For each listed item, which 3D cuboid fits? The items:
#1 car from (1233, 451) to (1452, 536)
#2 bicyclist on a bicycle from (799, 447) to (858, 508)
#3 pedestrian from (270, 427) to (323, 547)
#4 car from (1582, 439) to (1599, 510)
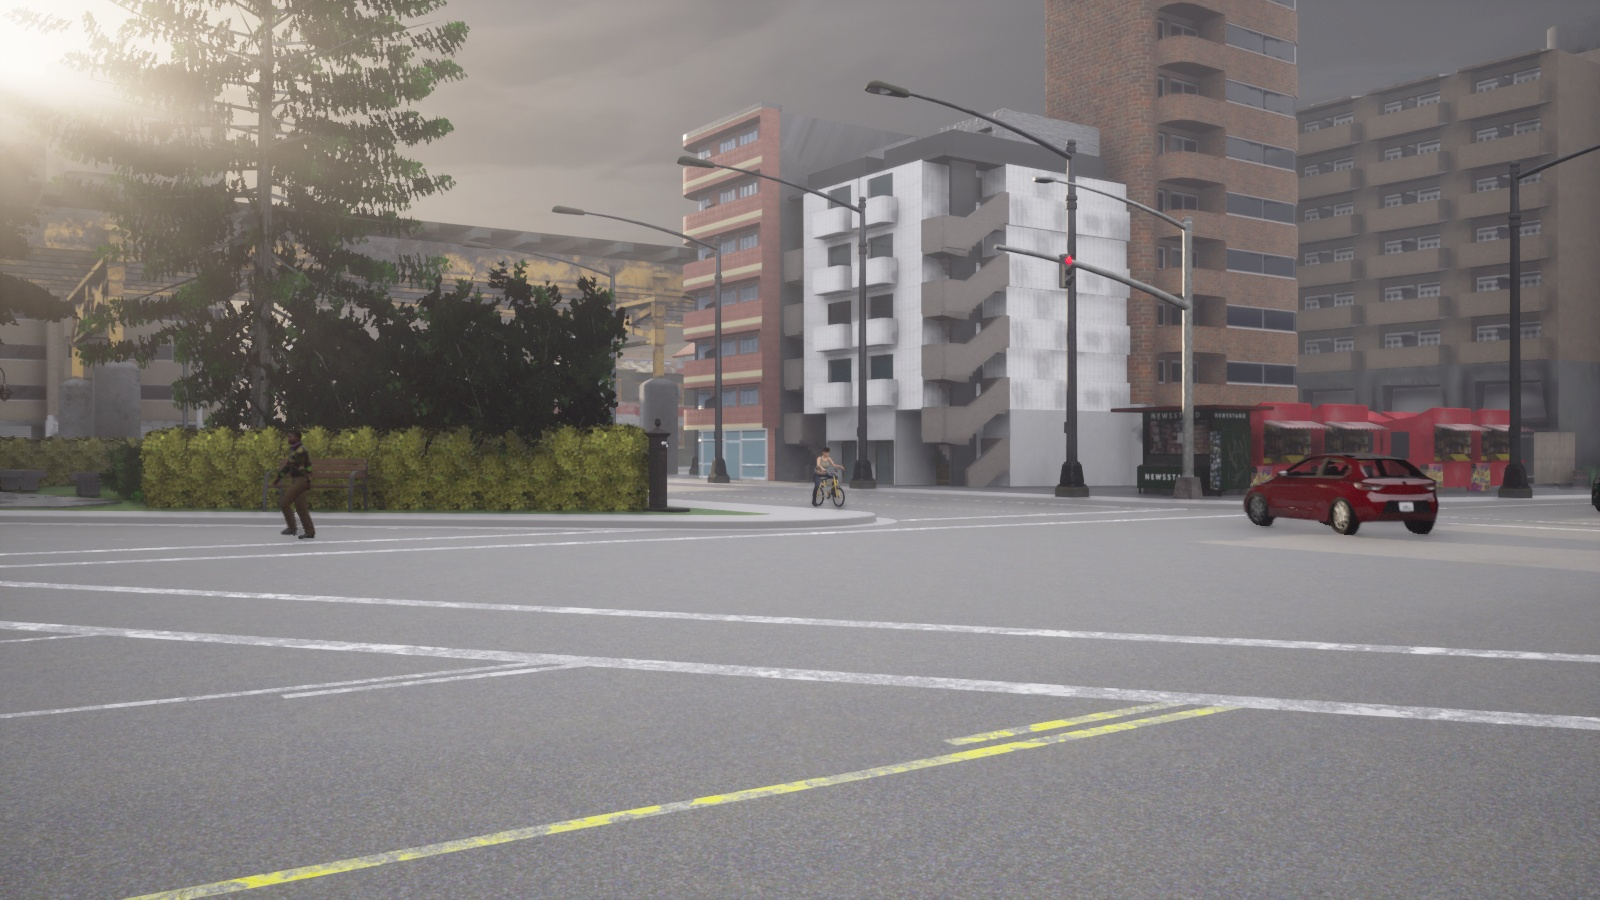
[{"bbox_3d":[10.244,0.755,24.103,1.816,1.474,4.193,0,0,-11],"label":"car"},{"bbox_3d":[0.769,0.722,34.005,0.866,1.612,1.509,0,0,-34],"label":"bicyclist on a bicycle"},{"bbox_3d":[-8.255,0.591,20.591,0.692,1.930,0.395,0,0,-42],"label":"pedestrian"},{"bbox_3d":[21.921,0.613,31.660,4.553,1.767,2.097,0,0,-35],"label":"car"}]
